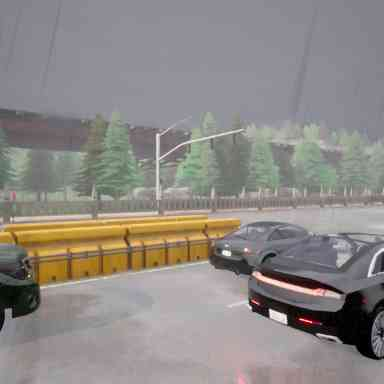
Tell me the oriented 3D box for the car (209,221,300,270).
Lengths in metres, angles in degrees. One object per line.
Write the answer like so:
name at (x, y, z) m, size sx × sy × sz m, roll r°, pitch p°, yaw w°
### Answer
car at (2.535, 1.564, 9.833) m, size 4.181 × 1.385 × 1.994 m, roll 0°, pitch 0°, yaw -36°

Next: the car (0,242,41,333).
car at (-5.093, 1.221, 4.420) m, size 5.566 × 2.045 × 2.150 m, roll 0°, pitch 0°, yaw -35°

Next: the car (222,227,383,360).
car at (3.143, 1.492, 5.972) m, size 4.902 × 1.511 × 2.128 m, roll 0°, pitch 0°, yaw -36°
